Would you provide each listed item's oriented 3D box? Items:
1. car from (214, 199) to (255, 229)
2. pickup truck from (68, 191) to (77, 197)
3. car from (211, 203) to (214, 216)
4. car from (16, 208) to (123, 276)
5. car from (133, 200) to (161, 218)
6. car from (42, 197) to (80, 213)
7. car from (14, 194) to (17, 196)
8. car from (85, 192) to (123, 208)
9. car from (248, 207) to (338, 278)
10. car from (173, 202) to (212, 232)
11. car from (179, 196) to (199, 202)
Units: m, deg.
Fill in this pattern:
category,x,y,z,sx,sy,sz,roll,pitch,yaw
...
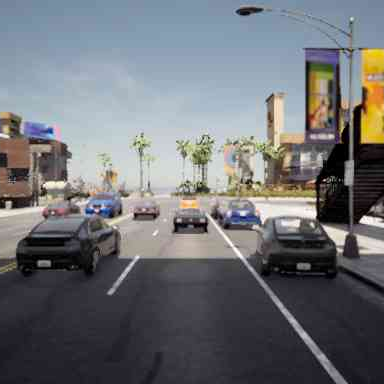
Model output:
category,x,y,z,sx,sy,sz,roll,pitch,yaw
car,2.834,1.242,20.787,2.185,1.767,4.553,0,0,-1
pickup truck,-29.657,0.613,87.269,6.274,2.098,2.390,0,0,-1
car,2.612,1.332,27.211,2.097,1.535,5.008,0,0,-1
car,-3.481,1.446,10.202,1.837,1.490,4.892,0,0,-1
car,-3.697,1.396,27.797,2.033,1.411,5.357,0,0,-1
car,-10.800,1.413,27.756,1.994,1.385,4.181,0,0,-1
car,-41.419,1.001,76.191,2.002,1.452,4.674,0,0,-1
car,-7.301,1.064,28.144,2.150,2.045,5.566,0,0,-1
car,2.936,1.427,10.013,2.231,1.521,4.892,0,0,9
car,-0.091,1.495,19.490,1.895,1.301,4.718,0,0,-1
car,-0.284,1.159,35.588,2.097,1.767,4.553,0,0,0
